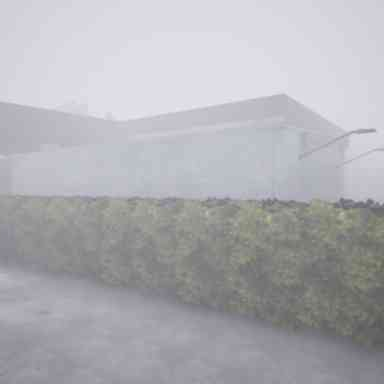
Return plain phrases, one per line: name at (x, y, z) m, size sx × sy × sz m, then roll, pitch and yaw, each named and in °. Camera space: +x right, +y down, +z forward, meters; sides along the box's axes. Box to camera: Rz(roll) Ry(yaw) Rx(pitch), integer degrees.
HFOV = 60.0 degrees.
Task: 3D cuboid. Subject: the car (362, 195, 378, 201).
car at (27.504, 1.294, 51.270) m, size 2.007 × 1.523 × 4.514 m, roll 0°, pitch 0°, yaw 35°
